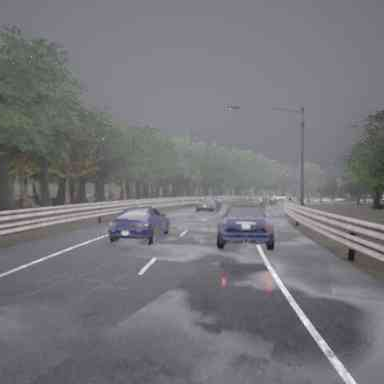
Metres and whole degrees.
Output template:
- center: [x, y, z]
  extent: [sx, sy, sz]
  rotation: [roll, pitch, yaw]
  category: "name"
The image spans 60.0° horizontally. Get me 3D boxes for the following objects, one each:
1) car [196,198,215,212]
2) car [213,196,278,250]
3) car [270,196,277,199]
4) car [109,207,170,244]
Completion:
- center: [1.798, 1.325, 33.879]
  extent: [1.994, 1.385, 4.181]
  rotation: [0, 0, 16]
  category: "car"
- center: [2.168, 1.222, 13.875]
  extent: [2.097, 1.767, 4.553]
  rotation: [0, 0, 7]
  category: "car"
- center: [12.095, 1.341, 51.998]
  extent: [1.837, 1.490, 4.892]
  rotation: [1, 0, 27]
  category: "car"
- center: [-2.232, 1.372, 14.895]
  extent: [1.812, 1.442, 4.674]
  rotation: [0, 0, 7]
  category: "car"
